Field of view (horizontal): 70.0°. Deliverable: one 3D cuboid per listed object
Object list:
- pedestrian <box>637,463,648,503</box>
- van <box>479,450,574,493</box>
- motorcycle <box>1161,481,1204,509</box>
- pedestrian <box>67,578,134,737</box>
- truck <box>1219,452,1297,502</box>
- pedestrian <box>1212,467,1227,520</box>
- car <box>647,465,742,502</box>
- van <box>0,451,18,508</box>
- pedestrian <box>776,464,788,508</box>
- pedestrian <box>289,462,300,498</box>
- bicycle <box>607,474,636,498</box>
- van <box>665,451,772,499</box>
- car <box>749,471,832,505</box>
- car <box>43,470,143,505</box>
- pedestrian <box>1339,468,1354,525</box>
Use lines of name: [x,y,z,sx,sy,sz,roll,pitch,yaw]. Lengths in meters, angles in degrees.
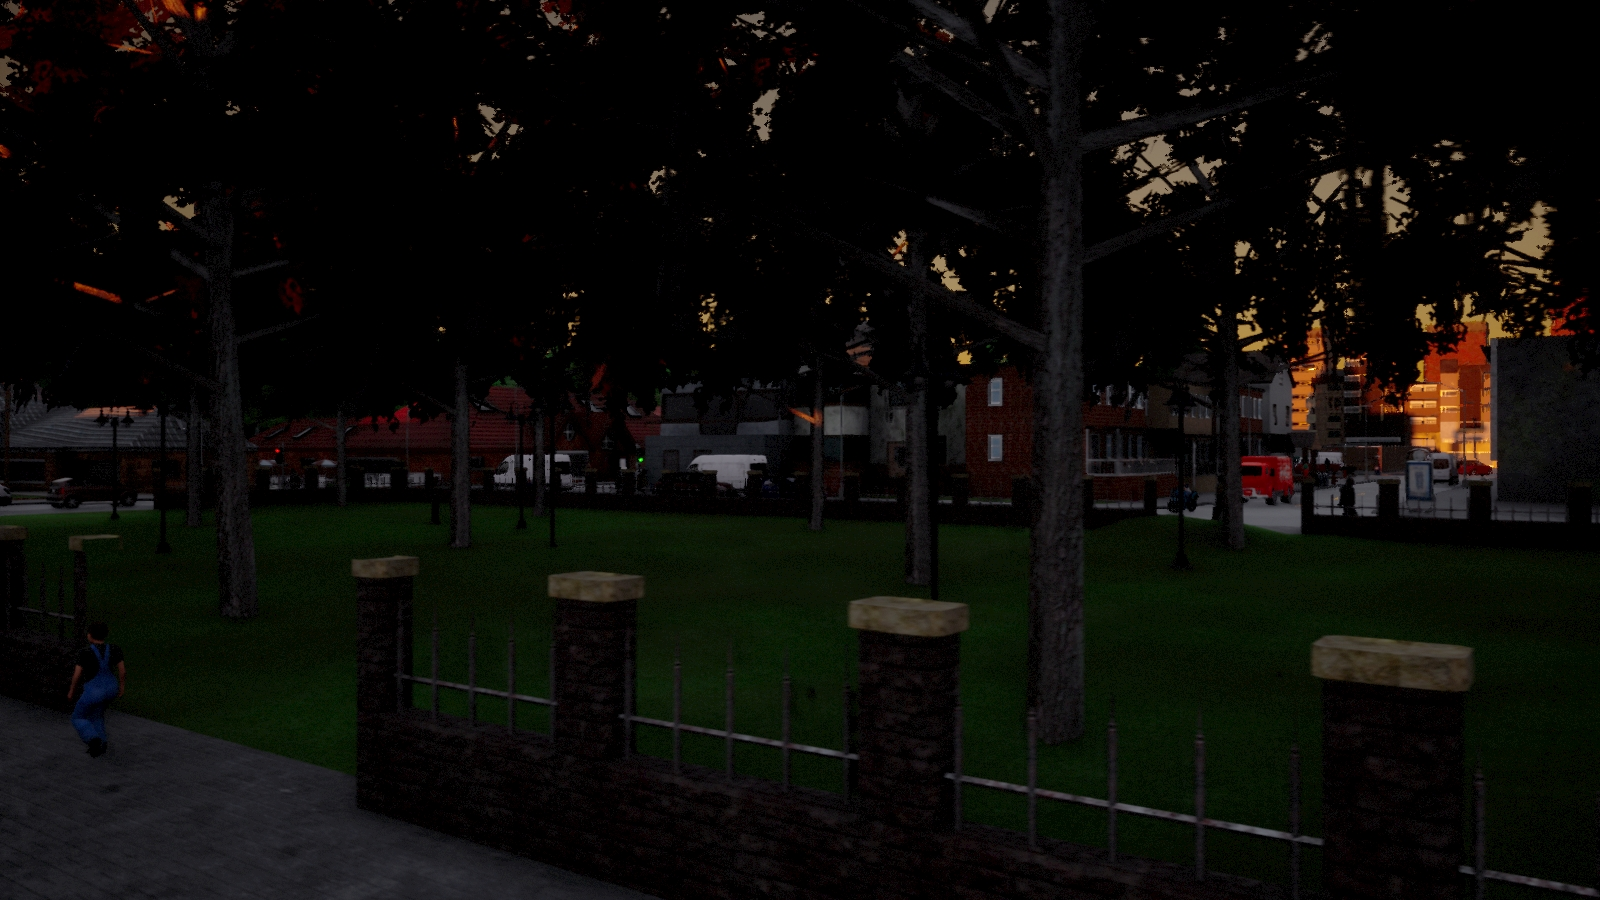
pedestrian: [-7.355,1.525,53.383,0.375,1.860,0.375,0,0,35]
van: [-17.048,1.314,71.102,5.915,2.561,1.988,0,-1,28]
motorcycle: [16.968,1.993,50.664,2.033,1.145,0.803,0,0,-38]
pedestrian: [-6.132,1.805,10.018,0.375,1.300,0.375,0,0,31]
truck: [23.809,1.349,59.271,2.627,2.467,5.204,0,0,35]
pedestrian: [14.721,1.524,40.088,0.375,1.860,0.375,0,0,38]
car: [-5.405,1.685,58.507,4.553,1.767,2.097,0,0,35]
van: [-38.033,1.314,50.068,1.988,2.561,5.915,0,0,36]
pedestrian: [-0.777,1.524,48.904,0.375,1.860,0.375,0,0,24]
pedestrian: [-25.886,1.524,58.501,0.375,1.860,0.375,0,0,32]
bicycle: [-9.618,1.940,61.534,1.835,1.271,0.329,0,0,35]
van: [-4.510,1.314,62.715,5.915,2.561,1.988,0,0,36]
car: [-0.461,1.818,55.252,3.633,1.501,1.845,0,0,36]
car: [-34.231,1.805,55.385,1.789,1.549,3.705,0,0,35]
pedestrian: [17.952,1.525,37.516,0.375,1.860,0.375,0,0,40]
